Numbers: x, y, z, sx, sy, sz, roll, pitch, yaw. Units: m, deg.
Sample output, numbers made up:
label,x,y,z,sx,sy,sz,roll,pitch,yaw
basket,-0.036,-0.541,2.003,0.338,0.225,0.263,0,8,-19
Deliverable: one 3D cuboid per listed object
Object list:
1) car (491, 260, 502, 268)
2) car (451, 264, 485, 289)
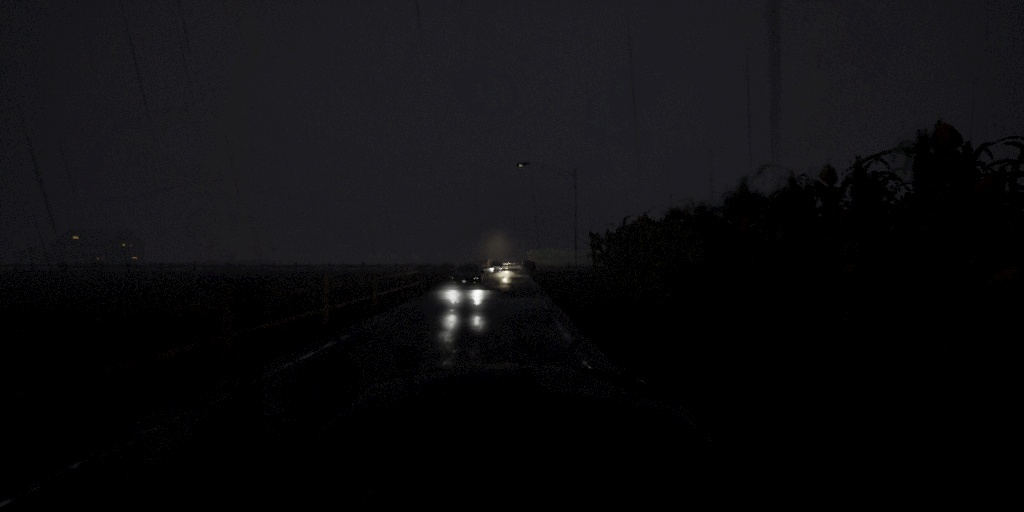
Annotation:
label,x,y,z,sx,sy,sz,roll,pitch,yaw
car,-2.771,1.436,64.141,1.895,1.301,4.718,0,0,1
car,-2.847,1.295,23.883,1.837,1.490,4.892,0,0,0
